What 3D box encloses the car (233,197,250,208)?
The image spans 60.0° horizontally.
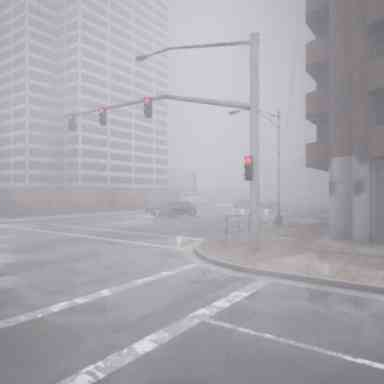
[{"bbox_3d":[7.592,1.549,47.718,1.837,1.490,4.892,0,0,35],"label":"car"}]

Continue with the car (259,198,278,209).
[{"bbox_3d":[10.264,1.534,45.439,1.812,1.442,4.674,0,0,35],"label":"car"}]

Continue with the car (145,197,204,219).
[{"bbox_3d":[-1.438,1.497,28.983,2.128,1.511,4.902,0,0,35],"label":"car"}]
